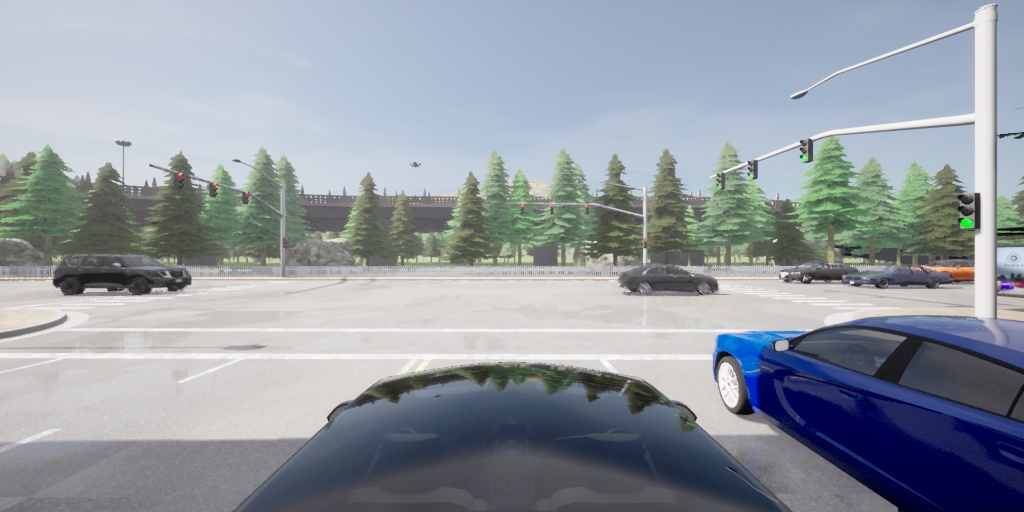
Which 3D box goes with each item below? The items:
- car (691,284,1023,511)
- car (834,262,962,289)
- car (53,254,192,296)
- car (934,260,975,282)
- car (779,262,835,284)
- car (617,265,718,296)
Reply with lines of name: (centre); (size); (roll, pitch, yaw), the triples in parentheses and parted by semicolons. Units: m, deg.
car: (3.641, 1.228, 2.945); (1.882, 1.535, 5.008); (0, 0, 2)
car: (23.565, 1.242, 22.024); (5.357, 1.411, 2.033); (0, 0, 0)
car: (-19.837, 0.917, 18.374); (5.566, 2.045, 2.150); (0, 0, 0)
car: (30.849, 1.047, 25.355); (4.553, 1.767, 2.097); (0, 0, 2)
car: (21.757, 1.186, 25.510); (4.902, 1.511, 2.128); (0, 0, 0)
car: (7.898, 1.216, 18.347); (4.892, 1.490, 1.837); (0, 0, 0)
